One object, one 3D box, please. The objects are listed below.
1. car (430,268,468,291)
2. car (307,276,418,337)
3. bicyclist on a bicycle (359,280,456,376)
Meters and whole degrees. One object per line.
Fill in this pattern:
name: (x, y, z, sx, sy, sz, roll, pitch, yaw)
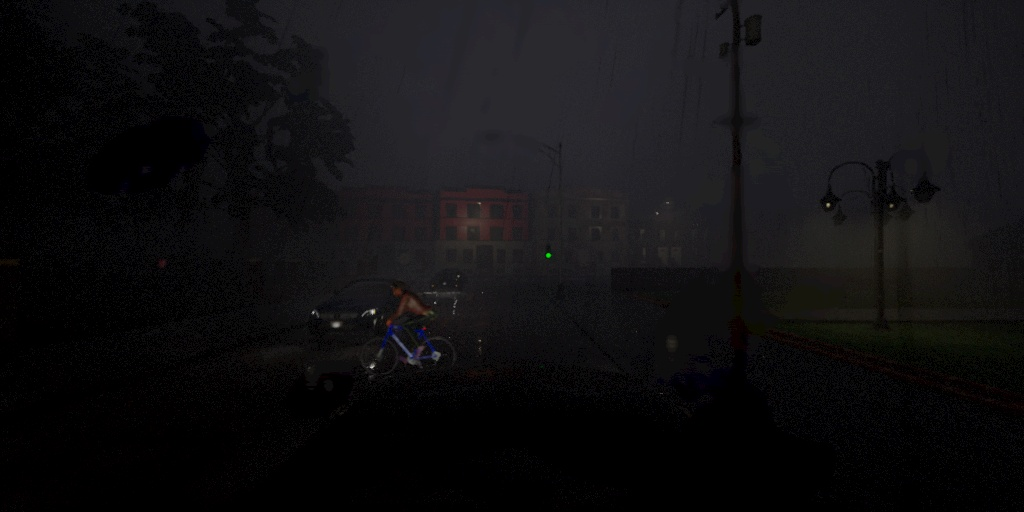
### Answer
car: (-4.098, 1.521, 23.763, 1.994, 1.385, 4.181, 0, -1, 0)
car: (-4.126, 1.361, 10.748, 1.812, 1.442, 4.674, 0, 0, 0)
bicyclist on a bicycle: (-1.769, 1.242, 6.083, 1.656, 1.620, 0.582, 0, -1, 0)
